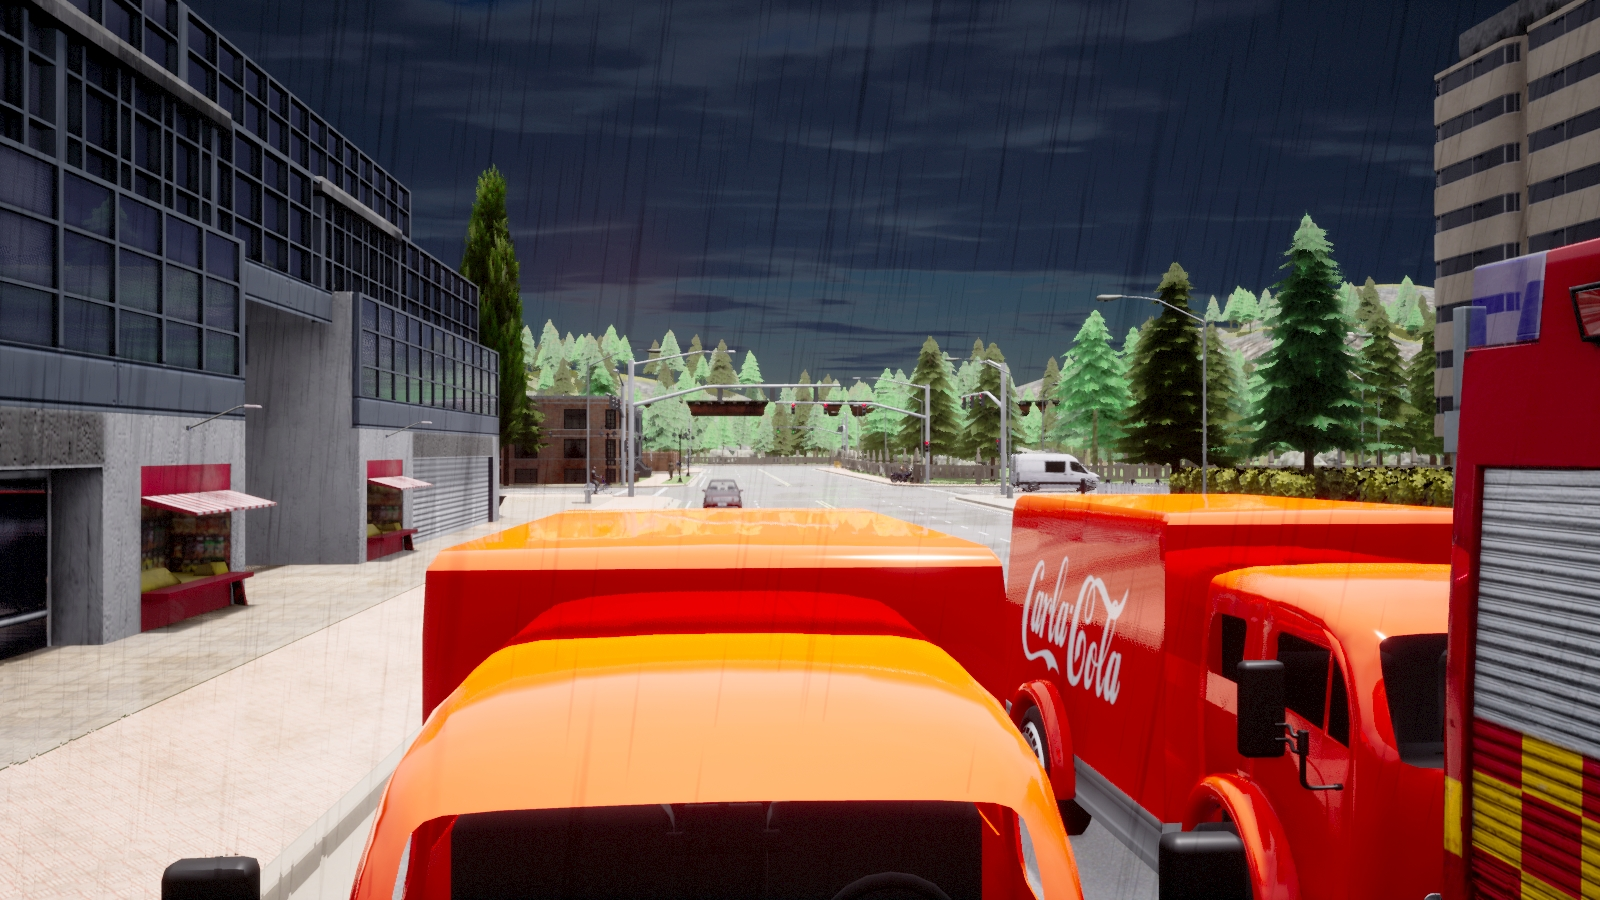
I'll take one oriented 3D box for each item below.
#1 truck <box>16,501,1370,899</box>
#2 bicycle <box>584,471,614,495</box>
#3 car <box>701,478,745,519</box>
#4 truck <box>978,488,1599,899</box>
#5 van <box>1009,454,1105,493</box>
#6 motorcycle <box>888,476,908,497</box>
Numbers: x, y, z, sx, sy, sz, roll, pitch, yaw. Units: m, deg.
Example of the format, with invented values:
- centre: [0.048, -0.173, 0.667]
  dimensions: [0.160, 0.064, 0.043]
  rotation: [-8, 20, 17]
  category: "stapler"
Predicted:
- centre: [-0.347, 1.568, 4.821]
  dimensions: [2.627, 2.467, 5.204]
  rotation: [0, 0, -4]
  category: "truck"
- centre: [-12.531, 2.060, 71.198]
  dimensions: [1.835, 1.471, 0.329]
  rotation: [0, 0, -11]
  category: "bicycle"
- centre: [-3.273, 2.026, 48.363]
  dimensions: [1.789, 1.549, 3.705]
  rotation: [0, 0, -4]
  category: "car"
- centre: [3.003, 1.568, 7.234]
  dimensions: [2.627, 2.467, 5.204]
  rotation: [0, 0, -4]
  category: "truck"
- centre: [17.021, 1.534, 75.901]
  dimensions: [5.915, 2.561, 1.988]
  rotation: [0, 0, -3]
  category: "van"
- centre: [5.944, 2.205, 69.519]
  dimensions: [0.867, 1.251, 2.209]
  rotation: [0, 0, -4]
  category: "motorcycle"
